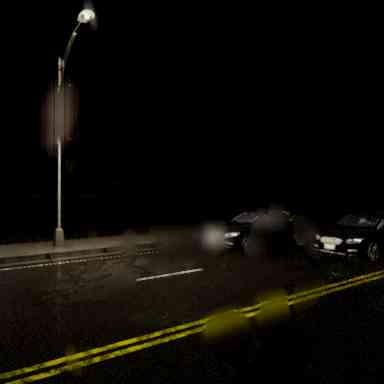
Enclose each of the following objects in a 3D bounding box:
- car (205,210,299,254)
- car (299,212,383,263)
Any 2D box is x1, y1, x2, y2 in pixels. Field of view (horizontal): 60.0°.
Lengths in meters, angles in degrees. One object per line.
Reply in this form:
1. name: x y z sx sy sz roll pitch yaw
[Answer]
1. car: 2.774 1.489 13.479 4.902 1.511 2.128 0 0 -35
2. car: 6.421 1.490 12.055 4.902 1.511 2.128 0 0 -35
